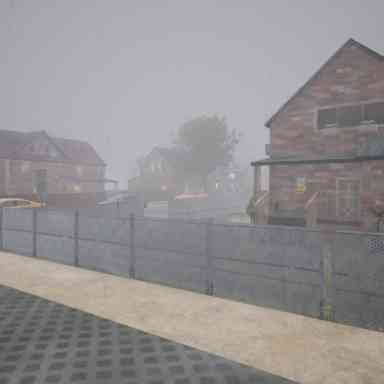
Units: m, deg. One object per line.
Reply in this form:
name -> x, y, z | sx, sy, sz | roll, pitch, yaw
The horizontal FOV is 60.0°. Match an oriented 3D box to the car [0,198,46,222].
car -> -11.709, 1.160, 20.838 | 1.882, 1.535, 5.008 | 1, 2, 35

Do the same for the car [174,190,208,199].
car -> -0.029, 0.560, 37.303 | 2.097, 1.767, 4.553 | 1, 2, 36

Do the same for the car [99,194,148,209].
car -> -5.959, 0.953, 28.957 | 1.837, 1.490, 4.892 | 1, 2, 35

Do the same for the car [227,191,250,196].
car -> 6.766, 0.536, 46.823 | 1.895, 1.301, 4.718 | 1, 2, 36
